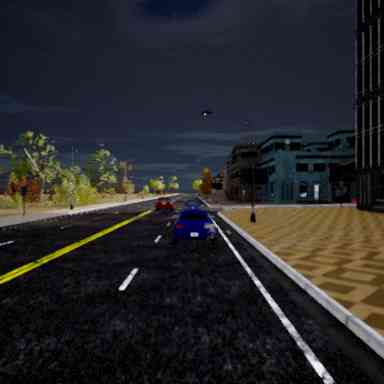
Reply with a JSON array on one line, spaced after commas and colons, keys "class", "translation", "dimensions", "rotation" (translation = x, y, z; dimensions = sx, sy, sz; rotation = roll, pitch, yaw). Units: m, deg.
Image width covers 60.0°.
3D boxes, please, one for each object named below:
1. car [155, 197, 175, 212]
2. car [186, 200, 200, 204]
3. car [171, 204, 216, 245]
[{"class": "car", "translation": [-3.157, 1.344, 39.461], "dimensions": [2.097, 1.767, 4.553], "rotation": [0, 0, 0]}, {"class": "car", "translation": [0.094, 1.540, 34.100], "dimensions": [2.033, 1.411, 5.357], "rotation": [0, 0, 0]}, {"class": "car", "translation": [0.095, 1.523, 15.530], "dimensions": [1.812, 1.442, 4.674], "rotation": [0, 0, 0]}]
